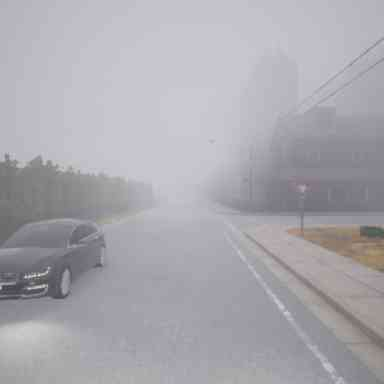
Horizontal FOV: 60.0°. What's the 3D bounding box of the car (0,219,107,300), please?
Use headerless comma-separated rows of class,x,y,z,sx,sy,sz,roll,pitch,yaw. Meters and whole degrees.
car,-3.568,1.505,8.544,1.837,1.490,4.892,0,0,1
